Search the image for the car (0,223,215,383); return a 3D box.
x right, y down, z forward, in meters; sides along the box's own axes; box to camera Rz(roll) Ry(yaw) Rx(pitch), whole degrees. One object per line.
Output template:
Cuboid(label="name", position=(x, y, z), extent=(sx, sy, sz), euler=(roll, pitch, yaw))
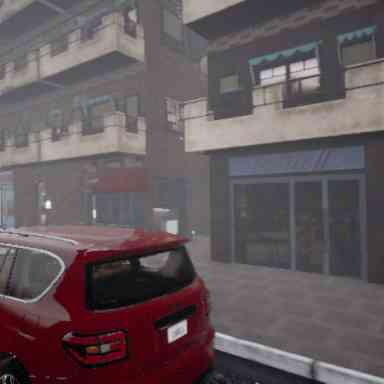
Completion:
Cuboid(label="car", position=(-2.075, 1.344, 4.371), extent=(5.009, 1.841, 2.192), euler=(-1, -1, 35))
